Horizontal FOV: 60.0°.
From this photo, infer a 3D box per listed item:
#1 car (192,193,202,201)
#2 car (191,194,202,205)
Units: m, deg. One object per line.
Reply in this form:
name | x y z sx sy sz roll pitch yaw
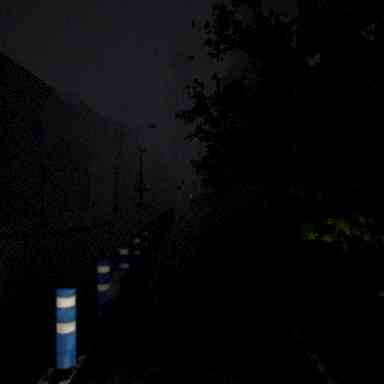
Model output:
car | 1.080 1.001 66.213 1.895 1.301 4.718 0 2 1
car | 0.821 1.178 49.705 1.994 1.385 4.181 0 1 1
